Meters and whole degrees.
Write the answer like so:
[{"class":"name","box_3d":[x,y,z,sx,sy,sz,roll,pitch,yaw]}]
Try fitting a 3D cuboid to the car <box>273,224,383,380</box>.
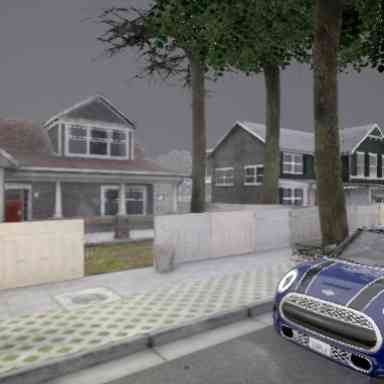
[{"class":"car","box_3d":[3.435,1.340,5.453,4.553,1.767,2.097,0,0,-35]}]
